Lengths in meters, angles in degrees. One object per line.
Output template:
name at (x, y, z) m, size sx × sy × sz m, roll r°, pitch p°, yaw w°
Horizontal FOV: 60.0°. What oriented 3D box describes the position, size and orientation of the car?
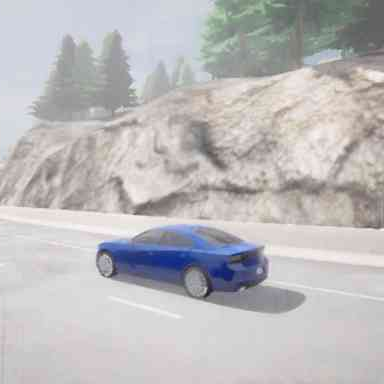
car at (-0.506, 1.580, 8.799) m, size 5.008 × 1.535 × 1.882 m, roll 0°, pitch -1°, yaw 37°
